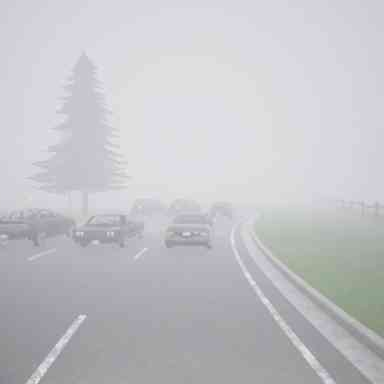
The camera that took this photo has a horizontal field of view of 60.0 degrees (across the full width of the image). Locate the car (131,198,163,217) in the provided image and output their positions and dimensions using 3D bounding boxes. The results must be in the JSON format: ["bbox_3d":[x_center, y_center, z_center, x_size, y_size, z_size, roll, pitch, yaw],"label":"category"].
[{"bbox_3d":[-3.898,1.366,30.853,2.097,1.767,4.553,0,0,17],"label":"car"}]

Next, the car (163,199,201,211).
[{"bbox_3d":[-0.548,1.366,29.840,2.097,1.767,4.553,0,0,17],"label":"car"}]

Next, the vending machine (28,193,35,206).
[{"bbox_3d":[-27.045,1.194,55.943,0.880,2.100,1.100,0,0,-35],"label":"vending machine"}]

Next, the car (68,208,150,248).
[{"bbox_3d":[-3.454,1.616,14.847,1.895,1.301,4.718,0,0,5],"label":"car"}]

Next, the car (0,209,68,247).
[{"bbox_3d":[-6.942,1.495,15.129,2.128,1.511,4.902,0,0,5],"label":"car"}]

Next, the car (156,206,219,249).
[{"bbox_3d":[0.030,1.563,14.506,2.033,1.411,5.357,0,0,5],"label":"car"}]

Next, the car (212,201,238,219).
[{"bbox_3d":[2.811,1.516,28.855,1.837,1.490,4.892,0,0,17],"label":"car"}]
